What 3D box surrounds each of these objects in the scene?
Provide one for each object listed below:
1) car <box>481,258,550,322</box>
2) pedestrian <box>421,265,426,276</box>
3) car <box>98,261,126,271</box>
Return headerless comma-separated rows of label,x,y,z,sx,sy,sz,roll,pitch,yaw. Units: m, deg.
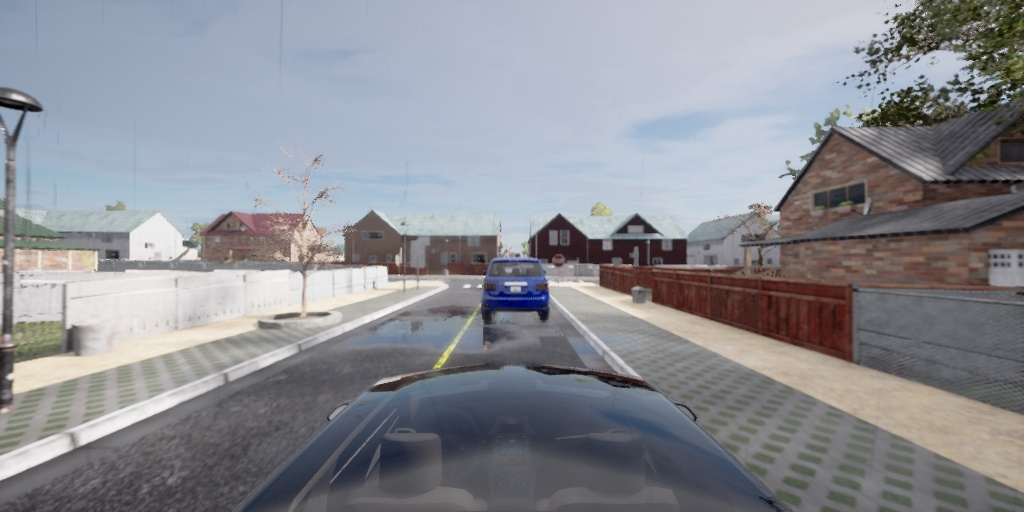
car,0.109,1.096,13.059,2.150,2.045,5.566,0,-1,0
pedestrian,-9.326,1.203,37.460,0.375,1.860,0.375,0,-1,1
car,-35.673,1.229,32.215,4.902,1.511,2.128,1,-1,1
